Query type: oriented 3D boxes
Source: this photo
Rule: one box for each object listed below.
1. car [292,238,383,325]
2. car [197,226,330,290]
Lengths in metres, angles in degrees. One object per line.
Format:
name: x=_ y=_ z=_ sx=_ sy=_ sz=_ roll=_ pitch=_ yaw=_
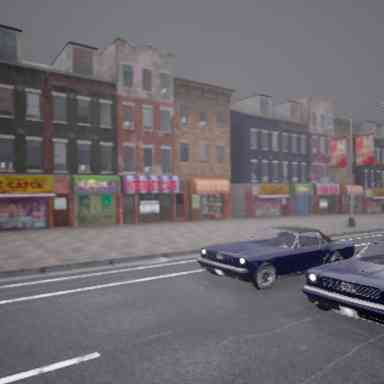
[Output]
car: x=4.371 y=1.664 z=6.725 sx=4.718 sy=1.301 sz=1.895 roll=1 pitch=0 yaw=-35
car: x=2.483 y=1.663 z=9.370 sx=4.718 sy=1.301 sz=1.895 roll=1 pitch=0 yaw=-35
